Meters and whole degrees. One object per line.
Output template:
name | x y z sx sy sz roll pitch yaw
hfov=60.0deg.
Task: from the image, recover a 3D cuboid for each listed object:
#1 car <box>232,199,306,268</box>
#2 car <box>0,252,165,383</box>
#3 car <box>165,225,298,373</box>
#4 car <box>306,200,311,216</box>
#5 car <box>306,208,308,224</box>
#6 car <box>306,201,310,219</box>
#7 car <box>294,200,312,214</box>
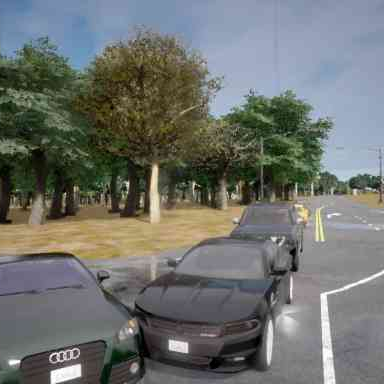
car | 2.887 1.458 12.343 2.150 2.045 5.566 -2 0 21
car | -2.294 1.642 4.914 1.994 1.385 4.181 1 -2 -33
car | 0.754 1.612 6.206 1.882 1.535 5.008 -1 -2 21
car | 9.354 1.721 29.493 1.812 1.442 4.674 -1 0 21
car | 5.125 1.772 18.242 1.895 1.301 4.718 -1 0 21
car | 7.285 1.661 23.992 1.882 1.535 5.008 -1 0 21
car | 13.398 1.743 40.070 1.812 1.442 4.674 -1 0 21
